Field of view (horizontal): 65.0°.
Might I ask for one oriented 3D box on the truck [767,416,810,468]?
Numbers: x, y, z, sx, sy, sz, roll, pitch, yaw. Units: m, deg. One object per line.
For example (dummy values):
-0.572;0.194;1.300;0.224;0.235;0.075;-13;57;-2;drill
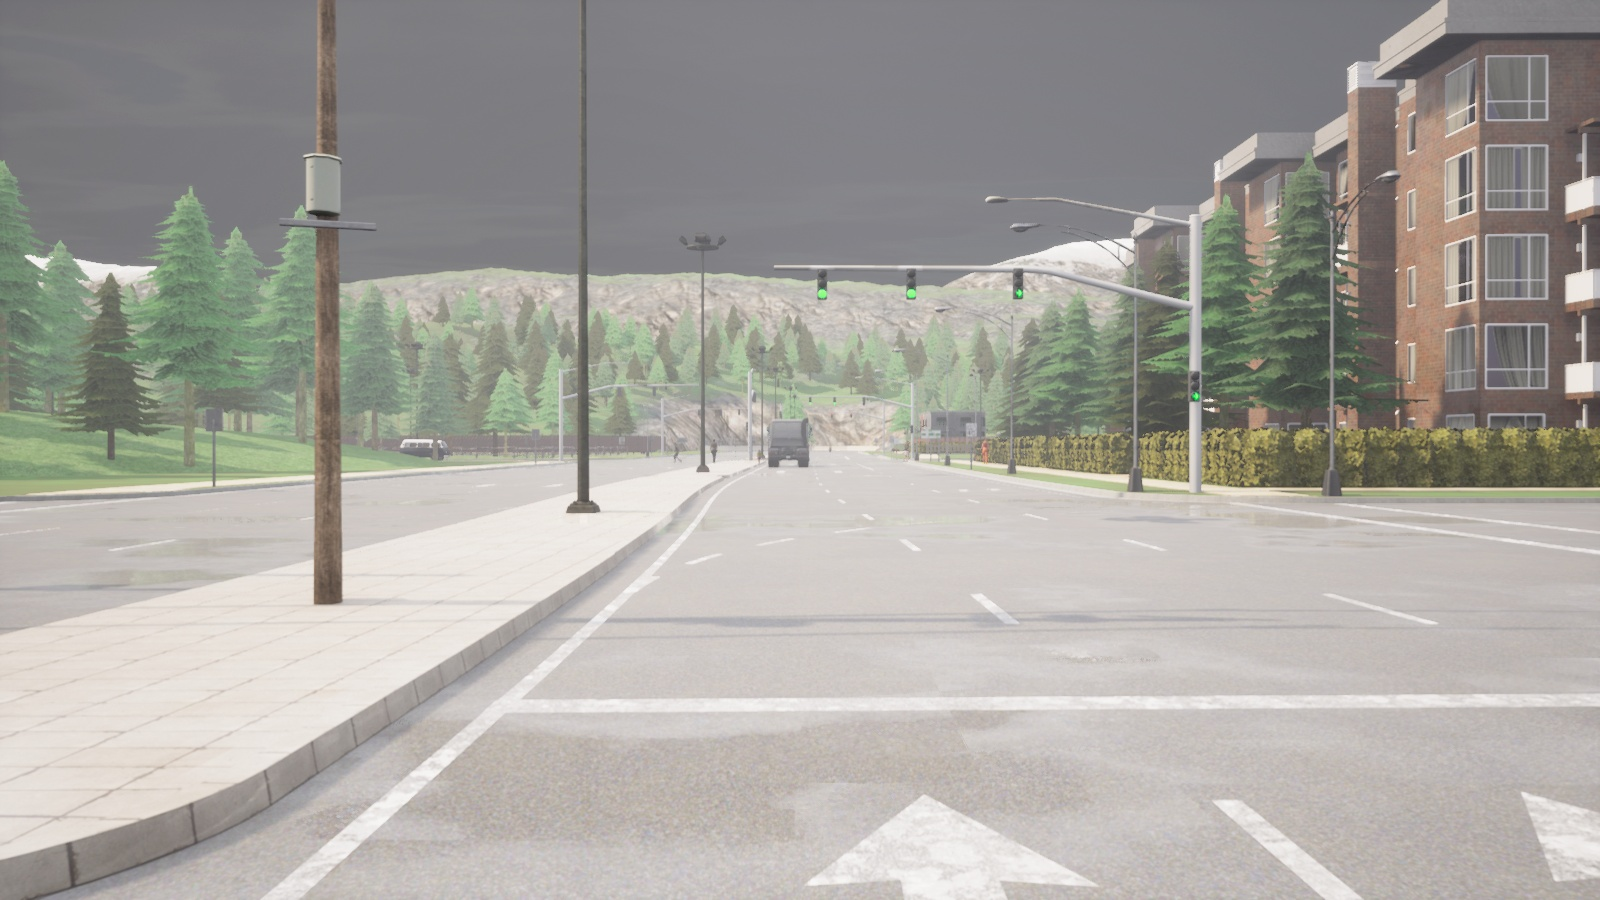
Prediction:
-0.768;-0.547;88.268;2.891;3.462;7.936;0;0;0;truck
